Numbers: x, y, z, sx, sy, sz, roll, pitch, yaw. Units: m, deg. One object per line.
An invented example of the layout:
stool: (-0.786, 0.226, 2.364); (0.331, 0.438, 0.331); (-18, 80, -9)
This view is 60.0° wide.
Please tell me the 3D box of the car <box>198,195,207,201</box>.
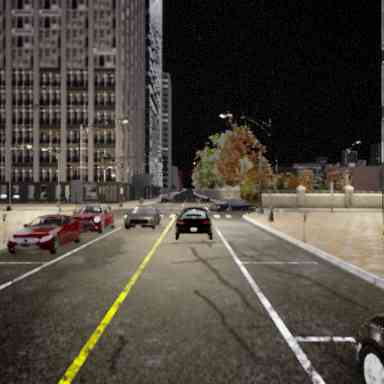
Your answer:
car: (2.656, 1.499, 84.865); (2.008, 1.369, 4.403); (0, 0, 0)

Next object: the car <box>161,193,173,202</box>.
car: (-5.866, 1.529, 73.685); (1.947, 1.339, 4.313); (0, 0, 0)

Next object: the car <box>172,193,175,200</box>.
car: (-5.872, 1.378, 90.369); (1.967, 1.590, 4.097); (0, 0, 0)

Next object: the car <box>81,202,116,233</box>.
car: (-5.698, 1.446, 19.162); (1.967, 1.590, 4.097); (0, 0, 0)

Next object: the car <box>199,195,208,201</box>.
car: (2.658, 1.501, 79.304); (1.887, 1.381, 4.507); (0, 0, 0)

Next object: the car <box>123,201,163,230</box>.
car: (-3.010, 1.564, 21.373); (2.033, 1.411, 5.357); (0, 0, 0)

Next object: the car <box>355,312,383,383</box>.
car: (2.689, 1.553, 2.083); (2.008, 1.369, 4.403); (0, 0, 0)

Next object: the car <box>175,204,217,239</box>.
car: (0.087, 1.531, 17.424); (1.812, 1.442, 4.674); (0, 0, 0)

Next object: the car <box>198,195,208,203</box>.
car: (2.723, 1.533, 68.190); (1.947, 1.339, 4.313); (0, 0, 0)

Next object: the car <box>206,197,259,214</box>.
car: (4.503, 1.525, 34.722); (5.357, 1.411, 2.033); (0, 0, -28)

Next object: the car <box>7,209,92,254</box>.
car: (-5.696, 1.589, 13.469); (1.802, 1.307, 4.206); (0, 0, 0)
